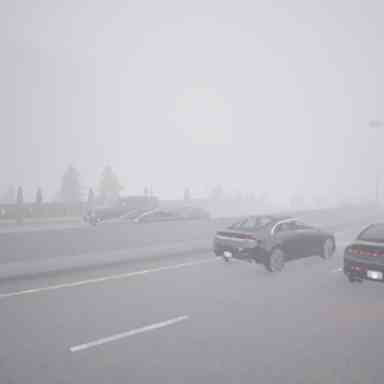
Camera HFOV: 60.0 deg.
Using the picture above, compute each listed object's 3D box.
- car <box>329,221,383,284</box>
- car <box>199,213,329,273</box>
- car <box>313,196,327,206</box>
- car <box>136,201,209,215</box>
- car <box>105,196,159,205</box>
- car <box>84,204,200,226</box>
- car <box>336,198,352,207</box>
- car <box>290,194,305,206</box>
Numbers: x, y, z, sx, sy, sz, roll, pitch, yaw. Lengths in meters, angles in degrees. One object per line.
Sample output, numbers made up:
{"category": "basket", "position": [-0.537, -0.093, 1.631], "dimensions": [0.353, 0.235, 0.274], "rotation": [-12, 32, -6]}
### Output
{"category": "car", "position": [5.698, 1.507, 8.657], "dimensions": [4.892, 1.490, 1.837], "rotation": [0, 0, -41]}
{"category": "car", "position": [2.837, 1.510, 10.794], "dimensions": [4.902, 1.511, 2.128], "rotation": [0, 0, -40]}
{"category": "car", "position": [21.492, 1.415, 56.001], "dimensions": [2.097, 1.767, 4.553], "rotation": [0, 0, 21]}
{"category": "car", "position": [-0.906, 1.552, 21.839], "dimensions": [4.902, 1.511, 2.128], "rotation": [0, 0, -44]}
{"category": "car", "position": [-4.592, 1.299, 23.096], "dimensions": [5.566, 2.045, 2.150], "rotation": [0, 0, -43]}
{"category": "car", "position": [-2.258, 1.542, 15.894], "dimensions": [4.902, 1.511, 2.128], "rotation": [0, 0, -41]}
{"category": "car", "position": [22.481, 1.567, 49.181], "dimensions": [1.812, 1.442, 4.674], "rotation": [0, 0, 24]}
{"category": "car", "position": [18.065, 1.300, 56.679], "dimensions": [2.150, 2.045, 5.566], "rotation": [0, 0, 21]}
